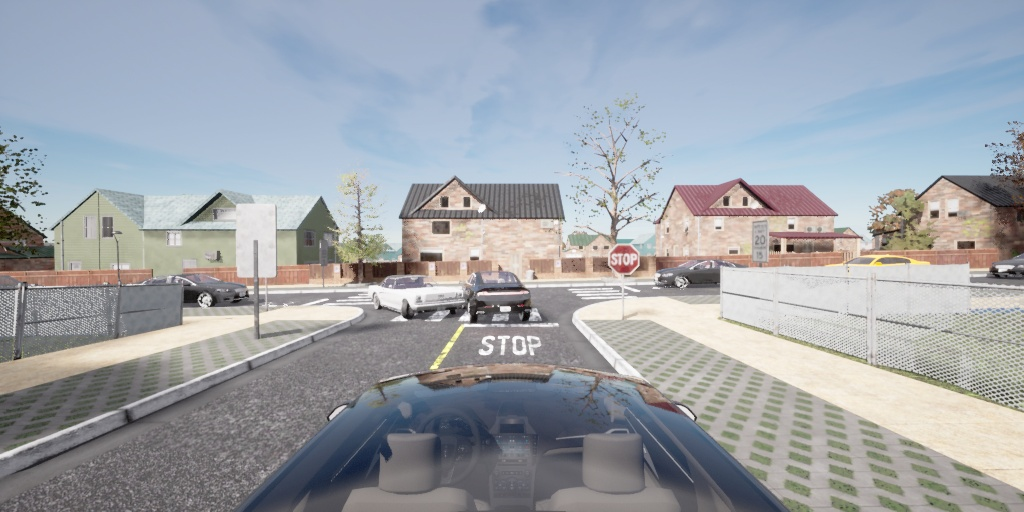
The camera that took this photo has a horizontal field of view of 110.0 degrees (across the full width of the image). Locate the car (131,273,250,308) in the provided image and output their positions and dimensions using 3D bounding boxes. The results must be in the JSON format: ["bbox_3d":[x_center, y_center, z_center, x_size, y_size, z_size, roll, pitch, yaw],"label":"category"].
[{"bbox_3d":[-14.903,1.567,16.547,4.902,1.511,2.128,-1,1,0],"label":"car"}]

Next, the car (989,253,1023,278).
[{"bbox_3d":[29.385,0.478,19.673,4.902,1.511,2.128,-1,1,0],"label":"car"}]

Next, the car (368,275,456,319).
[{"bbox_3d":[-3.602,1.368,13.051,1.895,1.301,4.718,0,0,-38],"label":"car"}]

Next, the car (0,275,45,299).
[{"bbox_3d":[-24.240,1.648,16.507,4.553,1.767,2.097,-1,1,0],"label":"car"}]

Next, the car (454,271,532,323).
[{"bbox_3d":[-0.686,1.243,12.192,2.128,1.511,4.902,0,0,-12],"label":"car"}]

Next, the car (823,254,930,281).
[{"bbox_3d":[19.761,0.690,19.637,5.008,1.535,1.882,-1,1,-1],"label":"car"}]

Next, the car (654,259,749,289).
[{"bbox_3d":[10.330,0.926,19.600,4.902,1.511,2.128,-1,1,0],"label":"car"}]
